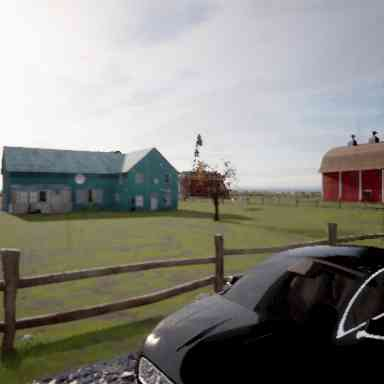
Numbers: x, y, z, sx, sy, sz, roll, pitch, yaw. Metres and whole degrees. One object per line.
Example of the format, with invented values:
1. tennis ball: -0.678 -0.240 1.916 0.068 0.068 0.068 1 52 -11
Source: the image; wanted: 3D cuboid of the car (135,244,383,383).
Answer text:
1. car: 1.698 1.503 4.134 4.892 1.490 1.837 0 0 -34
